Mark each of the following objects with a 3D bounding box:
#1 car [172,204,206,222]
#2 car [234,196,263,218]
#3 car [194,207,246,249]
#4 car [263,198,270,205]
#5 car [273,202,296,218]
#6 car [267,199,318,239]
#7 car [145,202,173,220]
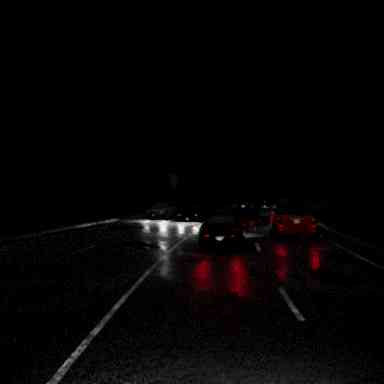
[{"bbox_3d":[0.295,1.722,28.517,2.033,1.411,5.357,0,0,15],"label":"car"},{"bbox_3d":[5.551,1.446,33.340,2.150,2.045,5.566,0,0,17],"label":"car"},{"bbox_3d":[1.404,1.625,15.149,1.812,1.442,4.674,0,0,8],"label":"car"},{"bbox_3d":[15.134,1.932,68.668,1.882,1.535,5.008,0,0,34],"label":"car"},{"bbox_3d":[9.584,1.812,34.284,1.994,1.385,4.181,0,0,19],"label":"car"},{"bbox_3d":[5.478,1.484,18.348,2.097,1.767,4.553,0,0,10],"label":"car"},{"bbox_3d":[-2.696,1.701,30.637,1.812,1.442,4.674,0,0,15],"label":"car"}]
